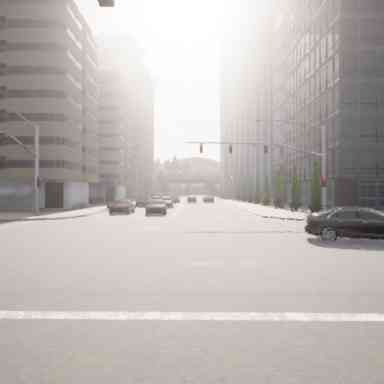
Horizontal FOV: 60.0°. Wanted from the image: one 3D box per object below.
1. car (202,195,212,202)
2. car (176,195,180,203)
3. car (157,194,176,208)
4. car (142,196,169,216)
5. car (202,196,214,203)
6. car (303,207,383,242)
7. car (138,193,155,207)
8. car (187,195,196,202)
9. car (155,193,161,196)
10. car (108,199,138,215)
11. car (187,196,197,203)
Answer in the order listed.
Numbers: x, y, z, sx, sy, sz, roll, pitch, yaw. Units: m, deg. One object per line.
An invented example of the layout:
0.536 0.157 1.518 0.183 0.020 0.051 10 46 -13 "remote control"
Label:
3.452 1.515 76.190 1.994 1.385 4.181 0 0 0 "car"
-3.551 1.339 67.802 2.097 1.767 4.553 0 0 0 "car"
-3.628 1.494 47.244 1.837 1.490 4.892 0 1 0 "car"
-3.481 1.472 32.505 1.882 1.535 5.008 0 0 -3 "car"
3.458 1.493 67.522 1.837 1.490 4.892 0 0 0 "car"
7.562 1.448 14.930 4.892 1.490 1.837 0 2 18 "car"
-7.126 1.343 49.359 2.097 1.767 4.553 0 0 0 "car"
-0.048 1.509 76.014 1.994 1.385 4.181 0 0 0 "car"
-7.071 1.211 65.806 2.150 2.045 5.566 0 0 1 "car"
-7.120 1.472 33.959 1.882 1.535 5.008 0 0 0 "car"
-0.042 1.466 66.686 1.882 1.535 5.008 0 0 0 "car"
